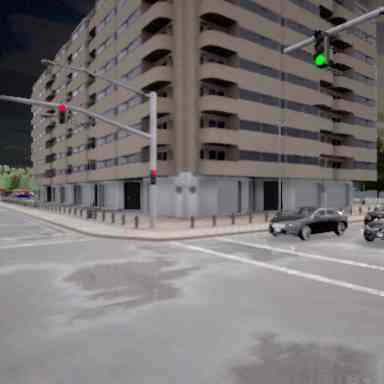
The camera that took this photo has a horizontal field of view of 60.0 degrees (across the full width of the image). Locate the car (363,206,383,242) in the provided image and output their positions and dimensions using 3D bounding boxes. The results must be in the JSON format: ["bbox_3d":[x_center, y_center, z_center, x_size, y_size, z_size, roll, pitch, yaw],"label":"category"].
[{"bbox_3d":[9.743,1.513,15.223,4.674,1.442,1.812,0,0,-35],"label":"car"}]

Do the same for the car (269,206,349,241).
[{"bbox_3d":[5.966,1.486,16.833,4.902,1.511,2.128,0,0,-35],"label":"car"}]
